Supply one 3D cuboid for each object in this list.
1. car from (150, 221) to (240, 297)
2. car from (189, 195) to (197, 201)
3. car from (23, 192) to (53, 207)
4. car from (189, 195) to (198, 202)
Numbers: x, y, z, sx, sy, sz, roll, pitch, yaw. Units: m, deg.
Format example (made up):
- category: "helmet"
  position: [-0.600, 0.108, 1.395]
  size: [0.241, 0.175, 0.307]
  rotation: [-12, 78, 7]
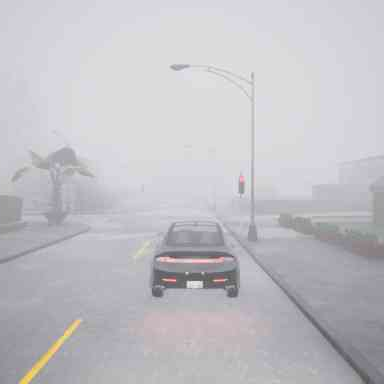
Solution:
- category: "car"
  position: [0.084, 1.492, 8.544]
  size: [2.128, 1.511, 4.902]
  rotation: [0, 0, 1]
- category: "car"
  position: [0.331, 1.541, 84.715]
  size: [1.994, 1.385, 4.181]
  rotation: [0, 0, 0]
- category: "car"
  position: [-19.593, 0.986, 43.003]
  size: [1.905, 1.878, 3.866]
  rotation: [0, 0, 35]
- category: "car"
  position: [0.290, 1.465, 74.479]
  size: [1.882, 1.535, 5.008]
  rotation: [0, 0, 0]
